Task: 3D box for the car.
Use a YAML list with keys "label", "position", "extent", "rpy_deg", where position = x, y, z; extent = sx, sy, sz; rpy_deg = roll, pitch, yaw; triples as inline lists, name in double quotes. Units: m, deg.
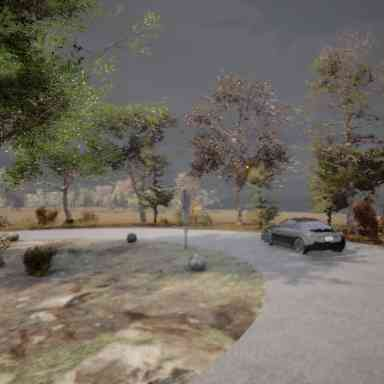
- label: "car"
  position: [4.812, 1.849, 14.921]
  extent: [1.994, 1.385, 4.181]
  rpy_deg: [0, -2, -16]
